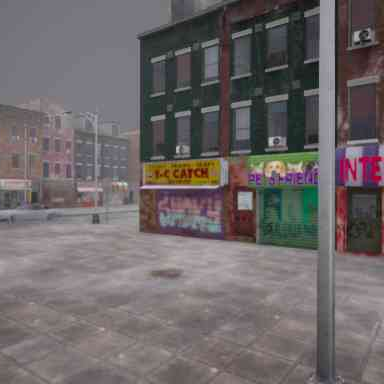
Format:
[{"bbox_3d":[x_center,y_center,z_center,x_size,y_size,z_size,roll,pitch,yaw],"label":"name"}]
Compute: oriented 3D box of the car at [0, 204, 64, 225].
[{"bbox_3d":[-11.815,1.521,23.859,1.895,1.301,4.718,0,0,35],"label":"car"}]
